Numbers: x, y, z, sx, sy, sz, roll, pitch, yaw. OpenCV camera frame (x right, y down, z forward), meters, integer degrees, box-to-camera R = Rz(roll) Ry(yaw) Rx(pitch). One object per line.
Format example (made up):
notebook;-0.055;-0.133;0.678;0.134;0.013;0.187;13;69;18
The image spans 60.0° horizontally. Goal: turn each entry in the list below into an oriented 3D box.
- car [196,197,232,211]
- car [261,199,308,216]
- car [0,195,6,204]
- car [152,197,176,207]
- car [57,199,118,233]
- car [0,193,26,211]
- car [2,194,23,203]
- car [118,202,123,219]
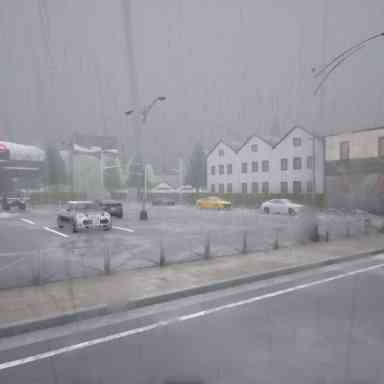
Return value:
car;2.516;1.301;38.705;1.882;1.535;5.008;0;0;-35
car;8.397;1.349;30.482;1.812;1.442;4.674;0;0;-36
car;-39.629;1.495;65.801;4.611;1.667;2.242;0;0;-36
car;-4.127;1.388;48.104;1.994;1.385;4.181;0;0;-35
car;-5.731;1.248;17.595;1.970;1.475;3.806;0;0;-36
car;-20.255;1.092;37.855;1.905;1.878;3.866;0;0;-36
car;-39.404;1.328;72.930;3.866;1.878;1.905;0;0;-36
car;-6.864;1.313;25.457;2.007;1.523;4.514;0;0;-36
